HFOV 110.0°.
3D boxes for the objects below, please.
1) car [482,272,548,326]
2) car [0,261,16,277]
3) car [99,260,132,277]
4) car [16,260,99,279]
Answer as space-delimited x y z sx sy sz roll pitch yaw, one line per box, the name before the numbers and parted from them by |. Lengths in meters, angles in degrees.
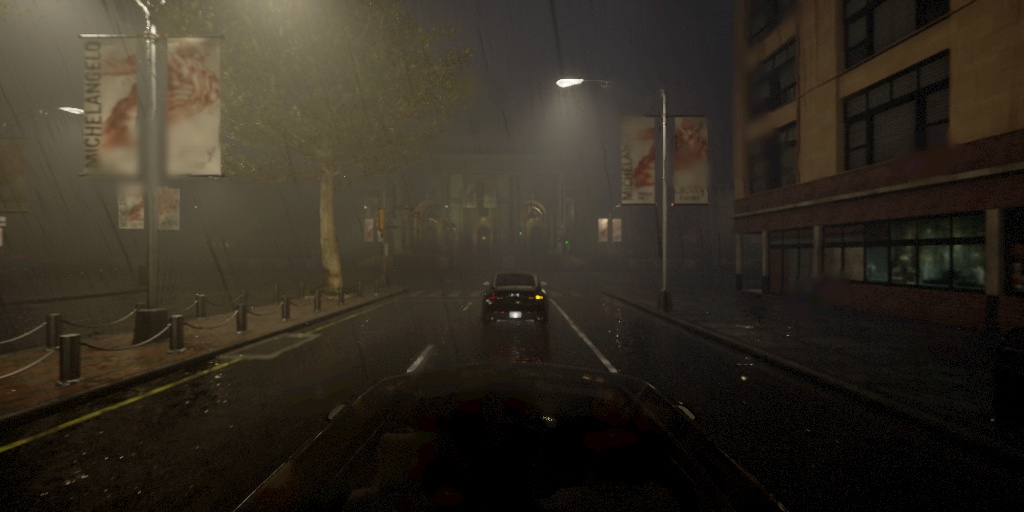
car | 0.098 1.235 11.568 1.837 1.490 4.892 0 0 0
car | -48.382 1.171 34.025 4.902 1.511 2.128 0 0 -1
car | -39.132 1.158 34.052 5.008 1.535 1.882 0 0 0
car | -38.615 1.252 30.549 4.181 1.385 1.994 0 0 0
